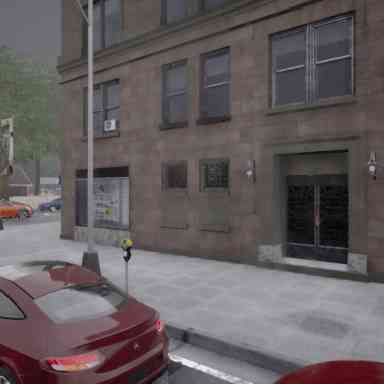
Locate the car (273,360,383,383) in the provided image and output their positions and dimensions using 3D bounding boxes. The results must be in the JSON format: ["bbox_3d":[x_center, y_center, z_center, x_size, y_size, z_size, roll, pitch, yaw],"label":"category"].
[{"bbox_3d":[2.309,1.545,1.171,4.507,1.381,1.887,0,0,35],"label":"car"}]

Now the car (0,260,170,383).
[{"bbox_3d":[-2.189,1.582,4.368,4.206,1.307,1.802,0,0,35],"label":"car"}]

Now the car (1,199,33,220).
[{"bbox_3d":[-14.457,1.271,24.762,2.097,1.767,4.553,0,0,37],"label":"car"}]

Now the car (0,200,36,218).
[{"bbox_3d":[-15.961,1.469,28.559,1.994,1.385,4.181,0,0,36],"label":"car"}]

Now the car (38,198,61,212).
[{"bbox_3d":[-14.304,1.340,36.497,1.882,1.535,5.008,0,0,35],"label":"car"}]
